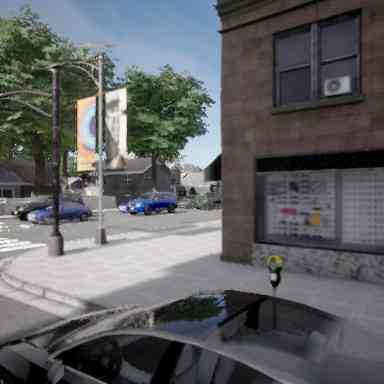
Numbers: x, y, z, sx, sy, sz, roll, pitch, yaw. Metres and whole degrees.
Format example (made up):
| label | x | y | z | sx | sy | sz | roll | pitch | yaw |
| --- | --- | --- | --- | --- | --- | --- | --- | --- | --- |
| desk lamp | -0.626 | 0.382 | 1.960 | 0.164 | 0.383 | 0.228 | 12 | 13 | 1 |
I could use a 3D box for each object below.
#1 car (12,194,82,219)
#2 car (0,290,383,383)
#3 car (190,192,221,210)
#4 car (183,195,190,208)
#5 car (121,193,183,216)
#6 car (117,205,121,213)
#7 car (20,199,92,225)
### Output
| label | x | y | z | sx | sy | sz | roll | pitch | yaw |
| --- | --- | --- | --- | --- | --- | --- | --- | --- | --- |
| car | -11.251 | 1.151 | 26.577 | 2.150 | 2.045 | 5.566 | 0 | 0 | 36 |
| car | 0.010 | 1.568 | 2.802 | 4.313 | 1.339 | 1.947 | 0 | 0 | 35 |
| car | 2.546 | 1.042 | 40.293 | 2.150 | 2.045 | 5.566 | 0 | 0 | 36 |
| car | 0.067 | 1.174 | 42.413 | 2.097 | 1.767 | 4.553 | 0 | 0 | 36 |
| car | -3.670 | 1.100 | 31.604 | 2.150 | 2.045 | 5.566 | 0 | 0 | 35 |
| car | -5.577 | 1.400 | 34.519 | 1.812 | 1.442 | 4.674 | 0 | 0 | 35 |
| car | -9.305 | 1.459 | 23.712 | 1.812 | 1.442 | 4.674 | 0 | 0 | 34 |
